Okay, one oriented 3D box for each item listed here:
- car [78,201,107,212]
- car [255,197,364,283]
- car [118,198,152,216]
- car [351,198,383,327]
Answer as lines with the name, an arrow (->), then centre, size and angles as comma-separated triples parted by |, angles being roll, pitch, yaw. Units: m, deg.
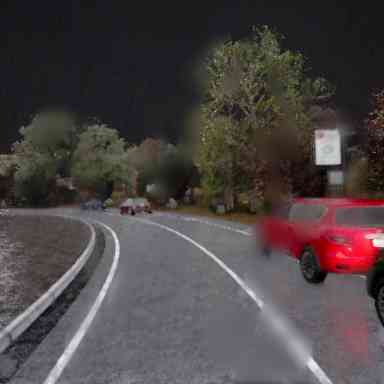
car -> -13.025, 1.795, 43.269 | 1.895, 1.301, 4.718 | -5, 2, -43
car -> 3.617, 1.160, 9.706 | 2.150, 2.045, 5.566 | -1, 0, -8
car -> -5.807, 1.343, 33.212 | 2.097, 1.767, 4.553 | -3, 1, -31
car -> 4.197, 1.202, 3.461 | 2.150, 2.045, 5.566 | 0, 0, -2
